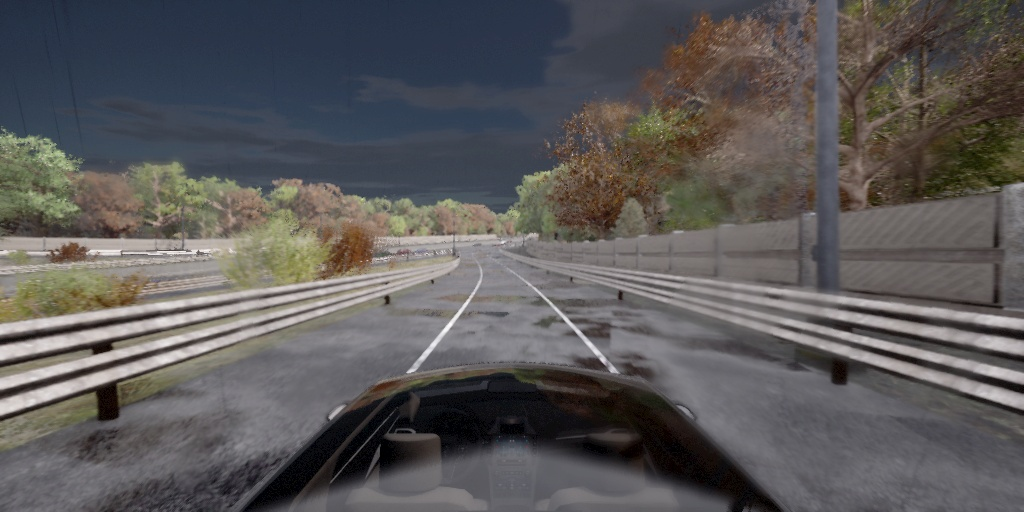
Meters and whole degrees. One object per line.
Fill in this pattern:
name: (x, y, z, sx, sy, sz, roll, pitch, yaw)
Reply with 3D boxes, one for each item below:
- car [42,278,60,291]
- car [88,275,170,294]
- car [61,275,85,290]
car: (-40.183, 2.529, 33.590, 1.837, 1.490, 4.892, 1, 4, 16)
car: (-33.426, 2.469, 31.758, 2.097, 1.767, 4.553, 1, 4, 16)
car: (-36.804, 2.576, 32.681, 1.837, 1.490, 4.892, 1, 4, 16)
